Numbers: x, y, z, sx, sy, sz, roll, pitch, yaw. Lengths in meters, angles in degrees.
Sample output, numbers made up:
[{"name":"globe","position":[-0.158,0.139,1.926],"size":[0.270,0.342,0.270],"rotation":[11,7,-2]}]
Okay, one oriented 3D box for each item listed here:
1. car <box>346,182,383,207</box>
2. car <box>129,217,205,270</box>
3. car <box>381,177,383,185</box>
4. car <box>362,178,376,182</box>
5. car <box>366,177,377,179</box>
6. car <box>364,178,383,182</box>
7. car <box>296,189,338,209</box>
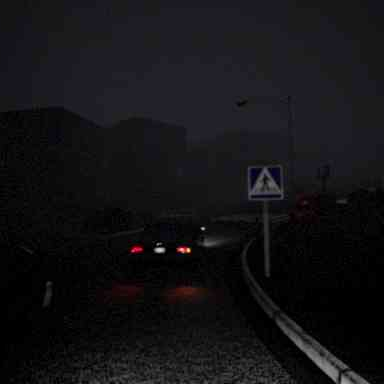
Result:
[{"name":"car","position":[14.314,0.226,25.031],"size":[4.892,1.521,2.231],"rotation":[-4,2,25]},{"name":"car","position":[-0.615,1.543,11.006],"size":[2.033,1.411,5.357],"rotation":[-1,0,5]},{"name":"car","position":[33.498,-2.054,55.775],"size":[4.718,1.301,1.895],"rotation":[-6,2,-45]},{"name":"car","position":[20.901,-0.550,38.493],"size":[4.718,1.301,1.895],"rotation":[-6,2,-45]},{"name":"car","position":[26.362,-1.375,48.670],"size":[4.902,1.511,2.128],"rotation":[-6,2,-45]},{"name":"car","position":[18.451,-0.244,29.387],"size":[5.366,1.575,1.946],"rotation":[-3,2,25]},{"name":"car","position":[10.586,0.471,28.054],"size":[1.882,1.535,5.008],"rotation":[-4,2,44]}]
